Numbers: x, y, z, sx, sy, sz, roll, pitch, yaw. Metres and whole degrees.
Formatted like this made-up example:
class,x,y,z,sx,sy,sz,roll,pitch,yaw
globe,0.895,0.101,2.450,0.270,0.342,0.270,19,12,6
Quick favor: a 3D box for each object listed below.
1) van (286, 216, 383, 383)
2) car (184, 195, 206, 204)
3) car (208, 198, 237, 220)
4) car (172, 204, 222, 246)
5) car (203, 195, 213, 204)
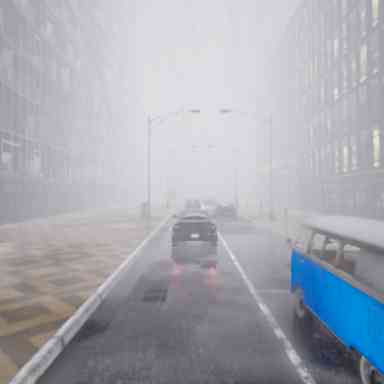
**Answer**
class,x,y,z,sx,sy,sz,roll,pitch,yaw
van,2.586,1.322,4.608,1.690,1.788,3.998,1,0,0
car,0.121,1.412,36.613,2.033,1.411,5.357,0,0,0
car,2.595,1.442,26.878,1.887,1.381,4.507,1,0,0
car,0.108,1.466,14.797,1.812,1.442,4.674,0,0,0
car,2.607,1.409,49.147,1.802,1.307,4.206,1,0,0
